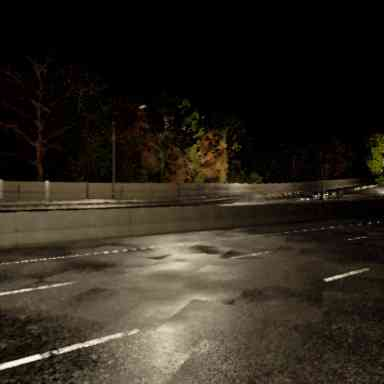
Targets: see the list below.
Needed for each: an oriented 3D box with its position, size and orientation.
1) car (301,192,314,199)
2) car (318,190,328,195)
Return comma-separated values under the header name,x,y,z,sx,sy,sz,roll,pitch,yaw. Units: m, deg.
name,x,y,z,sx,sy,sz,roll,pitch,yaw
car,25.804,0.736,74.266,2.033,1.411,5.357,0,1,32
car,34.431,0.233,87.527,2.128,1.511,4.902,0,2,34
